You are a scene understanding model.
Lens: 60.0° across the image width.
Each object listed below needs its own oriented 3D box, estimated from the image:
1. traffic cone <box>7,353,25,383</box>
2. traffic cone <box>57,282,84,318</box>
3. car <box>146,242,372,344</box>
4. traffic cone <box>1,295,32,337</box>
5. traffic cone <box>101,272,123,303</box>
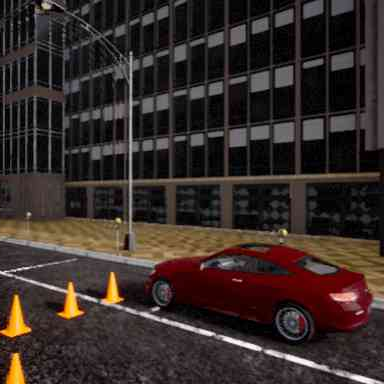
[{"bbox_3d":[-1.827,1.972,3.441,0.340,0.580,0.340,0,0,36],"label":"traffic cone"},{"bbox_3d":[-2.276,1.987,6.234,0.340,0.580,0.340,0,0,36],"label":"traffic cone"},{"bbox_3d":[1.012,1.623,6.284,4.206,1.307,1.802,0,0,36],"label":"car"},{"bbox_3d":[-2.862,1.981,5.424,0.340,0.580,0.340,0,0,36],"label":"traffic cone"},{"bbox_3d":[-1.690,1.993,7.044,0.340,0.580,0.340,0,0,36],"label":"traffic cone"}]
